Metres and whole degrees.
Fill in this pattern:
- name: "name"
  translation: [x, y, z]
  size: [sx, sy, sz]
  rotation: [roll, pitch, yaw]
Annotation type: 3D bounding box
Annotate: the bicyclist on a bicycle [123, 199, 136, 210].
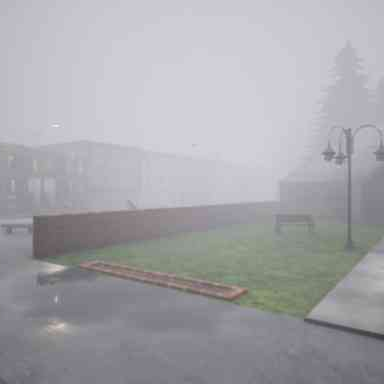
- name: "bicyclist on a bicycle"
  translation: [-4.529, 1.301, 24.114]
  size: [1.656, 1.620, 0.582]
  rotation: [0, 0, 36]
